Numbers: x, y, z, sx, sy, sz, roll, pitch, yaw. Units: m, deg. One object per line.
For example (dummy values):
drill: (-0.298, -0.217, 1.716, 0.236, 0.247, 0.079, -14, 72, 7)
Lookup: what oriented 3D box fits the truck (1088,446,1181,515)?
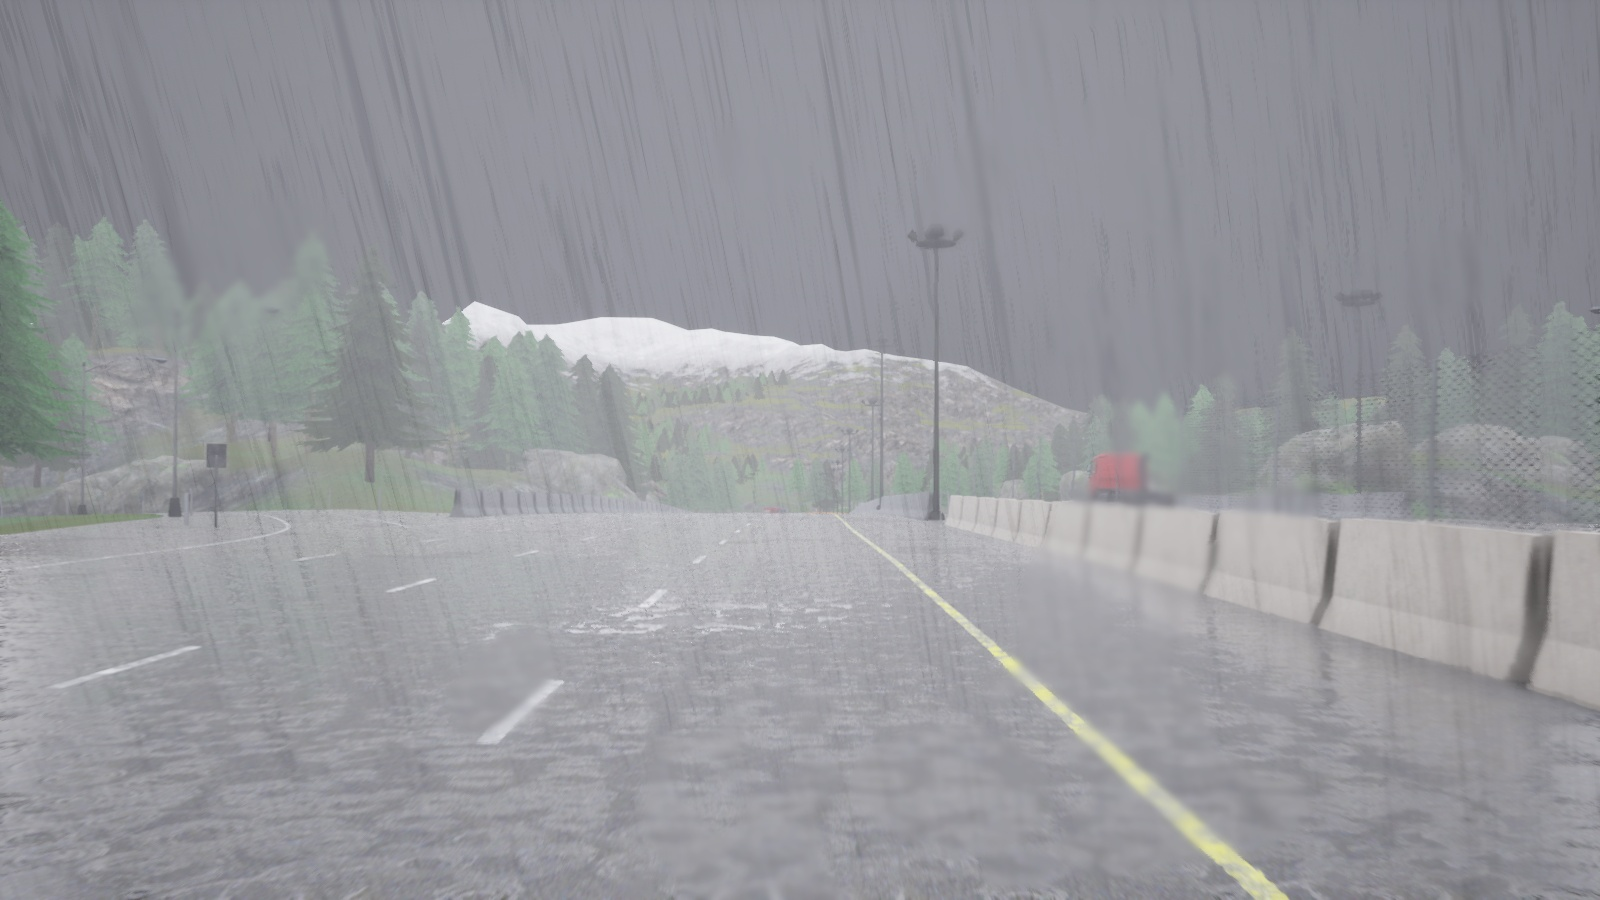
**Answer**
truck: (17.666, 1.669, 66.901, 2.891, 3.462, 7.936, 0, -2, 1)
